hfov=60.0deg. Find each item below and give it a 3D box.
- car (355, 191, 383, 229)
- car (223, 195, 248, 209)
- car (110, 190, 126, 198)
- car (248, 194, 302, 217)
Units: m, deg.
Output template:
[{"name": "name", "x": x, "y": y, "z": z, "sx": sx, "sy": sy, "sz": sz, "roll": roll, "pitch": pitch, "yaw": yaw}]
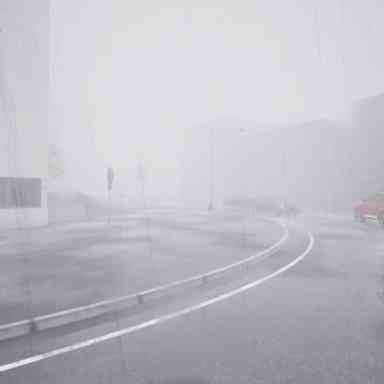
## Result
[{"name": "car", "x": 11.583, "y": 0.984, "z": 19.477, "sx": 2.150, "sy": 2.045, "sz": 5.566, "roll": 1, "pitch": 0, "yaw": 5}, {"name": "car", "x": 5.526, "y": 1.102, "z": 38.137, "sx": 1.882, "sy": 1.535, "sz": 5.008, "roll": 1, "pitch": 0, "yaw": -31}, {"name": "car", "x": -13.891, "y": 0.392, "z": 62.002, "sx": 1.994, "sy": 1.385, "sz": 4.181, "roll": 1, "pitch": 3, "yaw": -32}, {"name": "car", "x": 6.886, "y": 1.028, "z": 27.229, "sx": 2.097, "sy": 1.767, "sz": 4.553, "roll": 0, "pitch": 0, "yaw": -20}]
